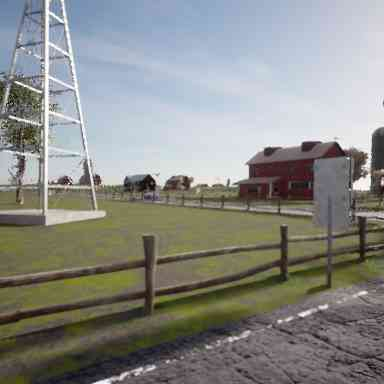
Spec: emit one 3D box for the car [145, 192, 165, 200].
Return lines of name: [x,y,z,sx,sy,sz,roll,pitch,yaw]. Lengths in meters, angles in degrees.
car: [-6.274,0.748,55.604,1.812,1.442,4.674,1,0,-35]
